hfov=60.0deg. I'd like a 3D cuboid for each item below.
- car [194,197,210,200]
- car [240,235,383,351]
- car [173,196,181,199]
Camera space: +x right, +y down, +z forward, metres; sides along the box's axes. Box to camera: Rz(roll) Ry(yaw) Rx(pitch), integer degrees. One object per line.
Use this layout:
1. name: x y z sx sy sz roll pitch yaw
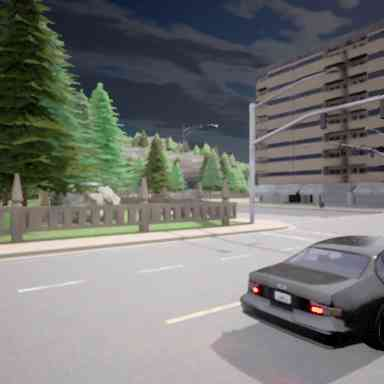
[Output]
1. car: 1.362 1.409 41.838 2.128 1.511 4.902 0 0 -25
2. car: 3.345 1.541 6.175 5.357 1.411 2.033 0 0 -35
3. car: -2.586 1.458 57.484 2.033 1.411 5.357 0 0 -3
